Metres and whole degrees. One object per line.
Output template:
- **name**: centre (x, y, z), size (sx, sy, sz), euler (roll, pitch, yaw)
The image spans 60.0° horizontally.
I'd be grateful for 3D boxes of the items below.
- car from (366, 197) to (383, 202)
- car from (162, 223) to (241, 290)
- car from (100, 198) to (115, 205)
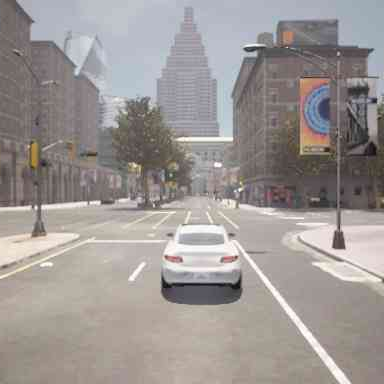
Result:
- **car**: centre (35.705, 1.801, 67.434), size (2.231, 1.521, 4.892), euler (0, 0, 1)
- **car**: centre (0.247, 1.568, 9.122), size (1.812, 1.442, 4.674), euler (0, 0, 1)
- **car**: centre (-17.007, 1.896, 67.023), size (1.895, 1.301, 4.718), euler (0, 0, 1)
